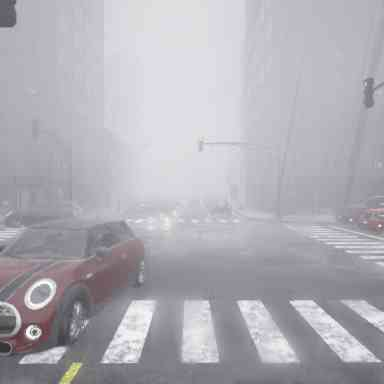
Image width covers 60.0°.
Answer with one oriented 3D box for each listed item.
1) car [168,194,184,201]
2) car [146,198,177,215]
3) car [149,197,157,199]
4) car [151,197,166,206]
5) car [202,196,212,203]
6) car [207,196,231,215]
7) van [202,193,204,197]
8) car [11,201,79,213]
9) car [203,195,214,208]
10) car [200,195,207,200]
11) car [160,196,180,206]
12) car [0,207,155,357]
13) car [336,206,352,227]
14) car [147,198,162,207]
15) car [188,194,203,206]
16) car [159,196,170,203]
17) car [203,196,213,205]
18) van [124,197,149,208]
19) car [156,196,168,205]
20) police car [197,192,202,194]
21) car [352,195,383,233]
[{"bbox_3d":[-2.829,1.550,53.879,2.033,1.411,5.357,0,0,1],"label":"car"},{"bbox_3d":[-2.940,1.602,33.206,1.895,1.301,4.718,0,0,3],"label":"car"},{"bbox_3d":[-5.670,1.442,39.100,1.967,1.590,4.097,0,0,0],"label":"car"},{"bbox_3d":[-5.586,1.568,56.105,1.947,1.339,4.313,0,0,0],"label":"car"},{"bbox_3d":[2.996,1.550,67.407,2.008,1.369,4.403,0,0,0],"label":"car"},{"bbox_3d":[2.828,1.442,33.392,1.967,1.590,4.097,0,0,0],"label":"car"},{"bbox_3d":[2.939,1.343,56.068,1.690,1.788,3.998,0,0,0],"label":"van"},{"bbox_3d":[-8.998,1.340,20.607,4.553,1.767,2.097,0,0,0],"label":"car"},{"bbox_3d":[2.883,1.443,44.730,1.967,1.590,4.097,0,0,0],"label":"car"},{"bbox_3d":[3.108,1.557,90.084,1.947,1.339,4.313,0,0,0],"label":"car"},{"bbox_3d":[-2.890,1.603,43.189,1.895,1.301,4.718,0,0,1],"label":"car"},{"bbox_3d":[-2.459,1.354,6.431,2.097,1.767,4.553,0,0,10],"label":"car"},{"bbox_3d":[11.998,1.234,20.710,5.566,2.045,2.150,0,0,0],"label":"car"},{"bbox_3d":[-5.614,1.584,50.436,1.802,1.307,4.206,0,0,0],"label":"car"},{"bbox_3d":[0.347,1.549,54.925,2.033,1.411,5.357,0,0,3],"label":"car"},{"bbox_3d":[-5.530,1.565,67.441,1.947,1.339,4.313,0,0,0],"label":"car"},{"bbox_3d":[2.968,1.526,61.907,1.752,1.417,4.829,0,0,0],"label":"car"},{"bbox_3d":[-5.698,1.342,33.431,1.690,1.788,3.998,0,0,0],"label":"van"},{"bbox_3d":[-5.559,1.526,61.603,1.752,1.417,4.829,0,0,0],"label":"car"},{"bbox_3d":[2.754,1.420,79.498,1.930,1.638,5.238,0,0,0],"label":"police car"},{"bbox_3d":[11.843,1.237,17.441,5.566,2.045,2.150,0,0,0],"label":"car"}]
